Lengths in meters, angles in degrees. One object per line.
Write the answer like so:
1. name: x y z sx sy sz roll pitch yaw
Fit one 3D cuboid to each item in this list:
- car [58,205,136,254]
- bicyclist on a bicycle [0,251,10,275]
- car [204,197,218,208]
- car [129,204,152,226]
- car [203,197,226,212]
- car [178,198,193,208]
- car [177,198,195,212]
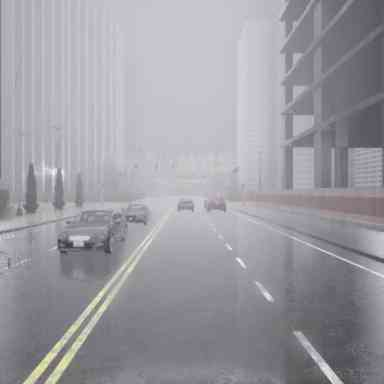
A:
1. car: -3.849 1.492 13.593 2.128 1.511 4.902 0 0 -1
2. bicyclist on a bicycle: -5.709 1.455 8.871 1.656 1.620 0.582 -2 0 -1
3. car: 2.734 1.505 48.345 1.837 1.490 4.892 0 0 2
4. car: -3.985 1.564 23.504 1.994 1.385 4.181 0 0 0
5. car: 2.780 1.352 39.141 2.097 1.767 4.553 0 0 -1
6. car: -0.949 1.564 48.488 1.994 1.385 4.181 0 0 -1
7. car: -0.722 1.491 39.254 2.128 1.511 4.902 0 0 -1
